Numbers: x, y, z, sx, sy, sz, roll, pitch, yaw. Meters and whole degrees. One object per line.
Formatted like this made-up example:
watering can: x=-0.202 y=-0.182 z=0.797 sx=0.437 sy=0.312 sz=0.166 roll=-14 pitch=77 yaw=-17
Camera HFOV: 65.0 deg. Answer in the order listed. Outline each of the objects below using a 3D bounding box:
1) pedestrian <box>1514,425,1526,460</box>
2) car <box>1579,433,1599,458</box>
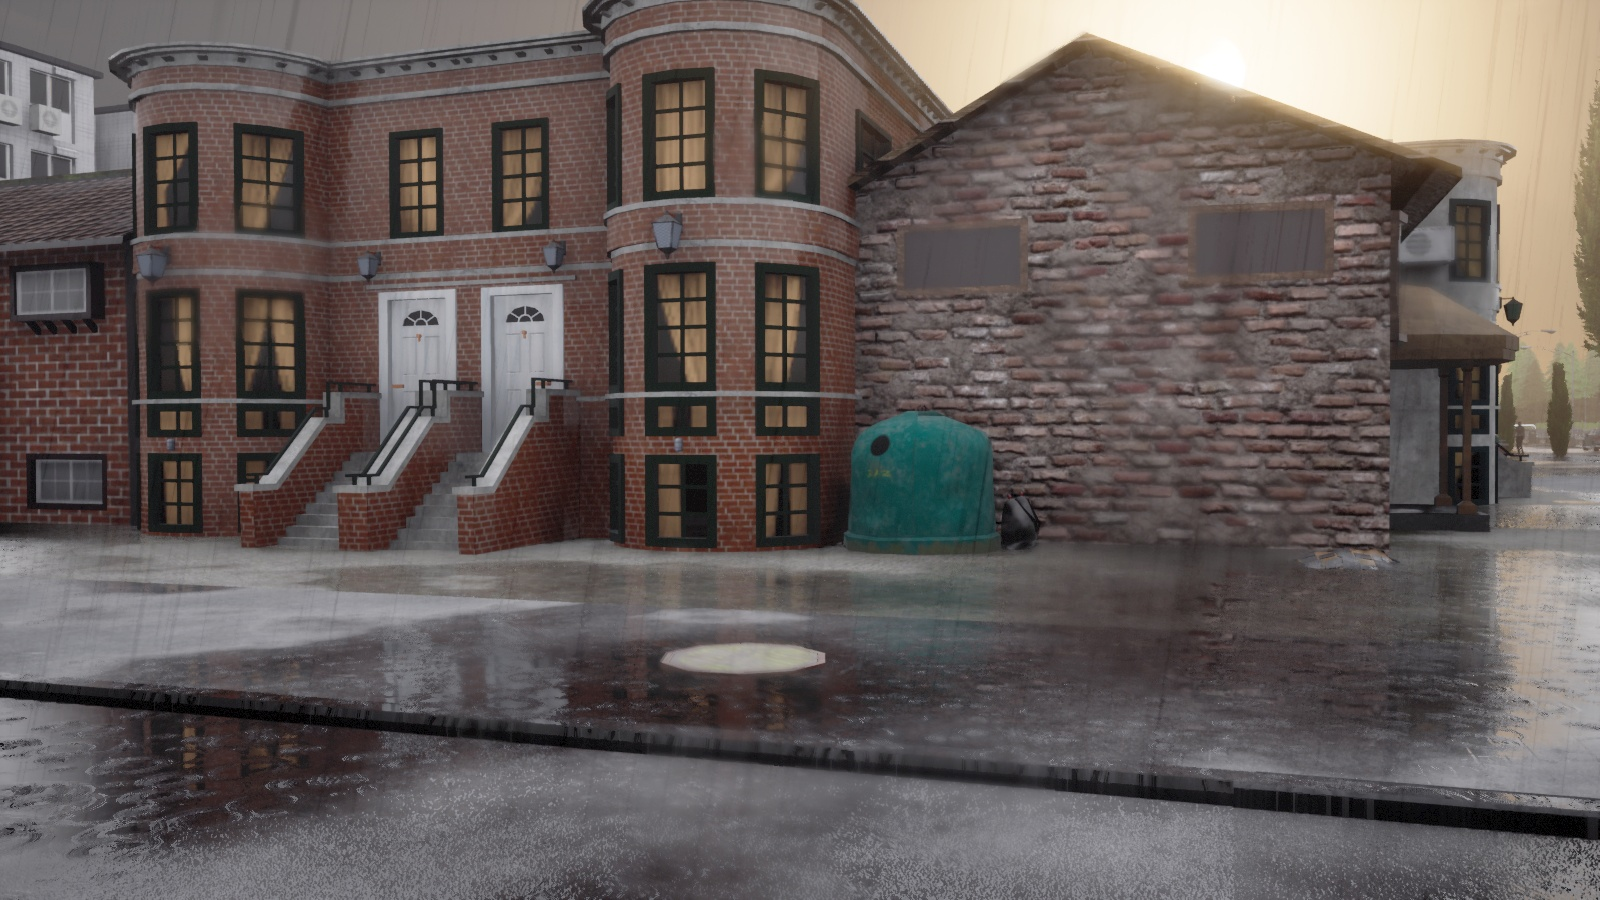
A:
pedestrian: x=38.498 y=-0.394 z=67.155 sx=0.634 sy=1.846 sz=0.331 roll=-1 pitch=1 yaw=-39
car: x=51.599 y=-0.293 z=80.703 sx=1.789 sy=1.549 sz=3.705 roll=1 pitch=1 yaw=19
